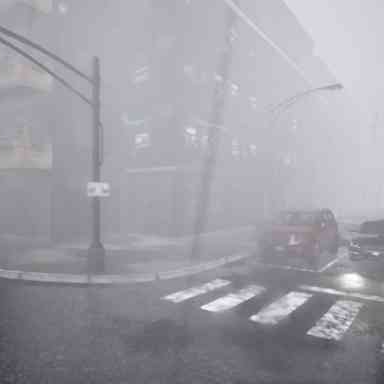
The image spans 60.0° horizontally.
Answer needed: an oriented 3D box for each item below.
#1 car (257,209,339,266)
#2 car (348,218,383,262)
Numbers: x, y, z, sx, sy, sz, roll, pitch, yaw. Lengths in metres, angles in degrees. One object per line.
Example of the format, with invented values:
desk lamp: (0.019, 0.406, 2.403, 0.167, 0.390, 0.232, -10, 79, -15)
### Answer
car: (4.326, 1.601, 13.025, 2.192, 1.841, 5.009, -1, -2, 35)
car: (7.361, 1.809, 12.817, 1.837, 1.490, 4.892, 0, -1, 35)
